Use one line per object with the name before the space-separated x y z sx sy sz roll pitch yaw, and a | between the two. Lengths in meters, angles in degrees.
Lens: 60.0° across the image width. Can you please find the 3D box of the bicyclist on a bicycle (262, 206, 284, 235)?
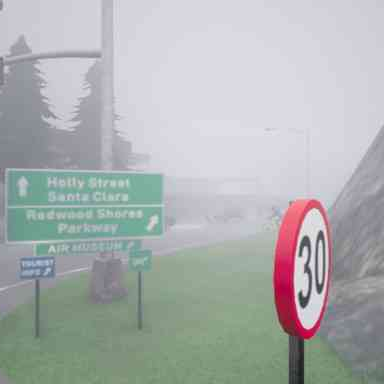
bicyclist on a bicycle | 4.712 1.642 18.678 1.656 1.620 0.582 0 0 36

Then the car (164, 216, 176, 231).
car | -3.105 1.791 20.018 1.895 1.301 4.718 0 0 36

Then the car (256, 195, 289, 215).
car | 9.069 1.411 36.611 2.150 2.045 5.566 0 0 36

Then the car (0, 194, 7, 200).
car | -38.267 1.481 70.099 4.514 1.523 2.007 0 0 35

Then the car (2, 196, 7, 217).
car | -12.225 1.501 26.061 1.905 1.878 3.866 0 0 35

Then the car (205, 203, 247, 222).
car | 2.943 1.681 28.271 2.128 1.511 4.902 0 0 36
